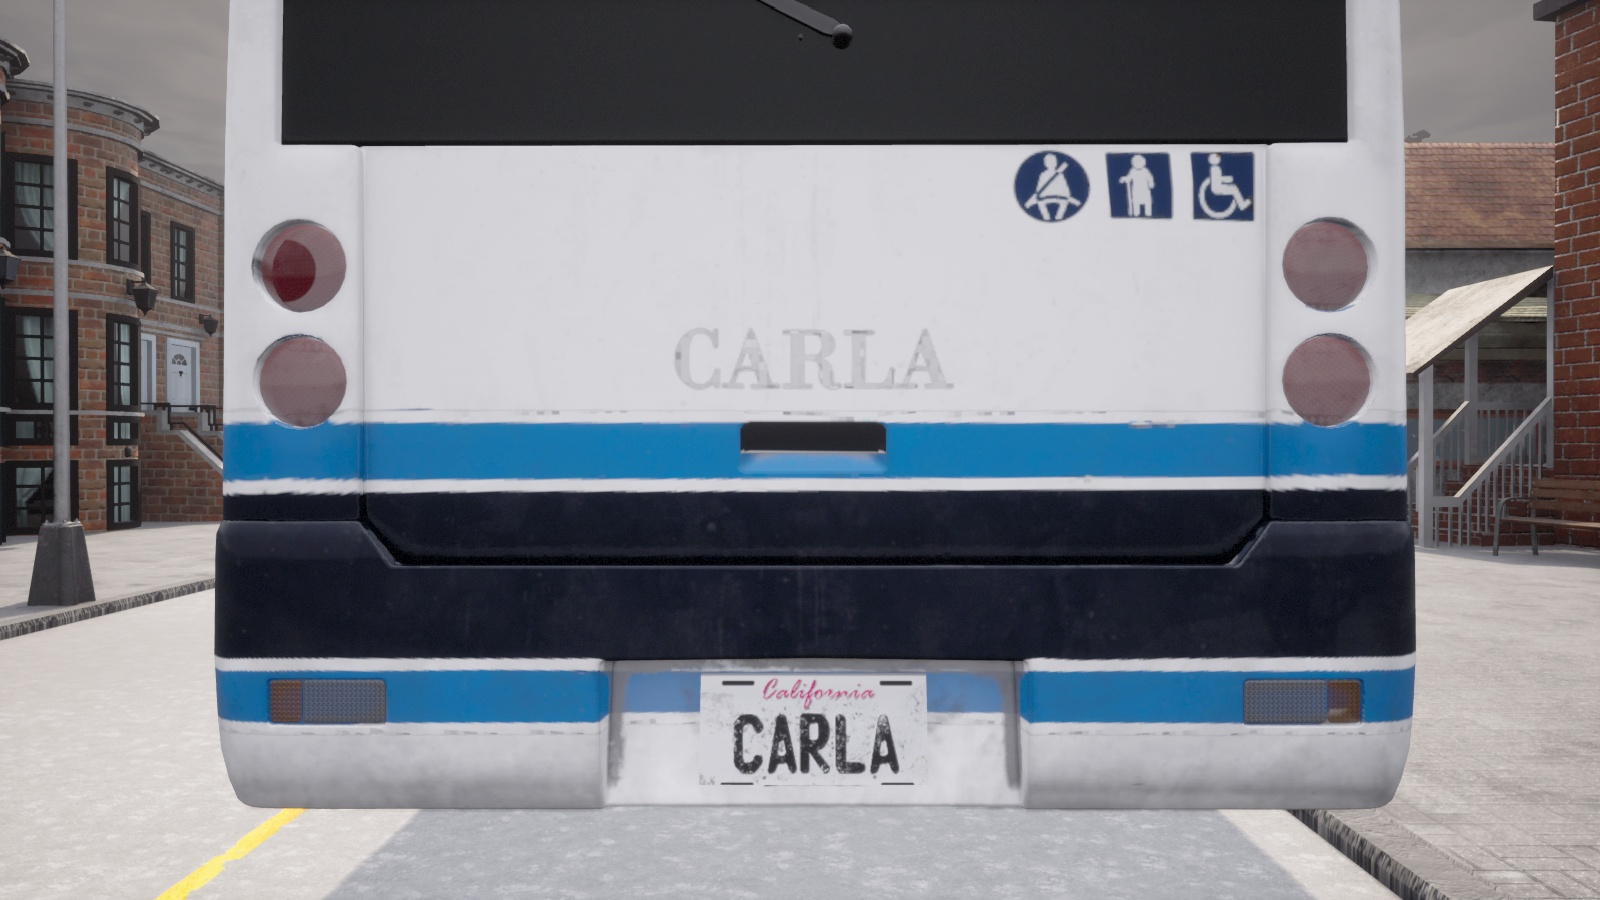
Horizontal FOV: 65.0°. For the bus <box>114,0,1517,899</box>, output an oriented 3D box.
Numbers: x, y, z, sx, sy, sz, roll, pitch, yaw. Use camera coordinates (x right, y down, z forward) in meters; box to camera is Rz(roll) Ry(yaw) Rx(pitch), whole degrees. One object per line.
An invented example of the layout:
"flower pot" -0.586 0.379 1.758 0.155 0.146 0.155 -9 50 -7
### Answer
"bus" 0.066 -0.679 8.669 3.944 4.253 10.273 0 0 0
